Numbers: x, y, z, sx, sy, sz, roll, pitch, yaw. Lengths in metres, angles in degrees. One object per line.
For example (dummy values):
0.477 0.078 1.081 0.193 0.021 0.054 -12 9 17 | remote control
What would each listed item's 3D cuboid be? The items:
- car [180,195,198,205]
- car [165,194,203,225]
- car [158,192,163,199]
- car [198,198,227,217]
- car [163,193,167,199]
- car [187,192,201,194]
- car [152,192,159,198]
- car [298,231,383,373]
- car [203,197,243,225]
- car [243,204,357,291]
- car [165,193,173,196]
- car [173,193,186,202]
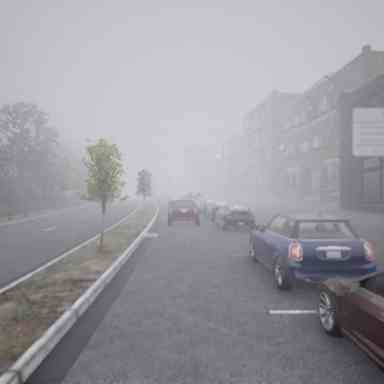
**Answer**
-0.577 1.221 53.510 2.231 1.521 4.892 0 0 -8 | car
-0.652 1.264 23.541 2.097 1.767 4.553 0 0 -3 | car
-6.350 0.968 82.310 2.163 1.488 4.792 0 1 -13 | car
1.852 1.364 31.370 2.097 1.535 5.008 0 0 -4 | car
-4.712 1.006 75.462 1.946 1.575 5.366 0 1 -12 | car
0.165 1.013 48.010 2.435 2.045 5.566 0 0 -7 | car
-8.888 0.833 91.566 2.097 1.535 5.008 0 1 -16 | car
3.050 1.499 3.624 2.163 1.488 4.792 0 0 0 | car
2.221 1.388 25.814 2.097 1.535 5.008 0 0 -3 | car
2.950 1.326 9.122 2.185 1.767 4.553 0 0 -1 | car
-2.085 1.298 41.398 1.882 1.535 5.008 0 1 -6 | car
-2.465 1.113 64.676 1.946 1.575 5.366 0 1 -10 | car
